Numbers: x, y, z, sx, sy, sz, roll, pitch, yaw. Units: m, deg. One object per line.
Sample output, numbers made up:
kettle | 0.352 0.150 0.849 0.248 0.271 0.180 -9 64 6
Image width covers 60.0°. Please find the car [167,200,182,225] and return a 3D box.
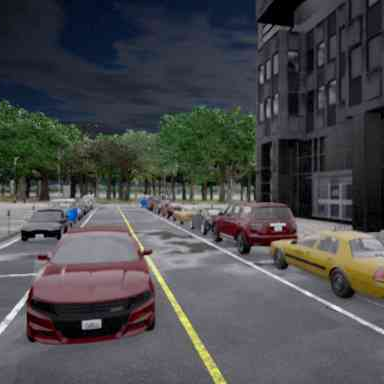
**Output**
car | -0.324 1.535 24.272 1.752 1.417 4.829 0 0 -14

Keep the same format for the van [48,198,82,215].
van | -8.557 1.346 22.053 1.690 1.788 3.998 0 0 -14

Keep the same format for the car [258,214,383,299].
car | 3.608 1.530 8.440 1.752 1.417 4.829 0 0 -14

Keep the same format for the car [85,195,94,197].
car | -13.799 1.458 43.162 1.967 1.590 4.097 0 0 -14

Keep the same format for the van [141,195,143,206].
van | -5.525 1.364 45.216 1.690 1.788 3.998 0 0 -14

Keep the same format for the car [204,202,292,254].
car | 2.338 1.321 13.553 2.192 1.841 5.009 0 0 -14

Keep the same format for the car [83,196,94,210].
car | -12.448 1.539 37.720 1.752 1.417 4.829 0 0 -14

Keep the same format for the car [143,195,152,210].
car | -4.215 1.334 39.939 2.192 1.841 5.009 0 0 -14

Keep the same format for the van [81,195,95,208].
van | -15.110 1.363 48.439 1.690 1.788 3.998 0 0 -14

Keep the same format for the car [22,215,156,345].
car | -1.927 1.479 6.823 1.882 1.535 5.008 0 0 -14

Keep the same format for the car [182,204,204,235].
car | 1.028 1.558 18.830 2.008 1.369 4.403 0 0 -14

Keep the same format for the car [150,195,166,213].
car | -2.904 1.455 34.662 1.967 1.590 4.097 0 0 -14

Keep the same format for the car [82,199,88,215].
car | -9.826 1.533 27.165 1.752 1.417 4.829 0 0 -14

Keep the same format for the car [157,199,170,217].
car | -1.593 1.557 29.385 1.887 1.381 4.507 0 0 -14

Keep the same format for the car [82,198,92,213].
car | -11.178 1.577 32.607 1.947 1.339 4.313 0 0 -14

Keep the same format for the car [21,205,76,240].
car | -7.246 1.569 16.775 1.947 1.339 4.313 0 0 -14
